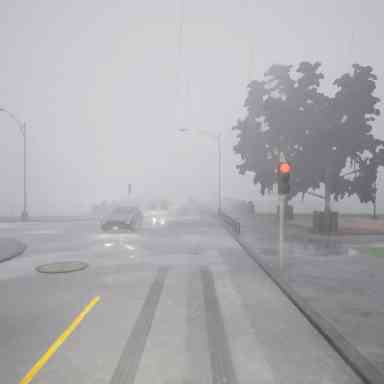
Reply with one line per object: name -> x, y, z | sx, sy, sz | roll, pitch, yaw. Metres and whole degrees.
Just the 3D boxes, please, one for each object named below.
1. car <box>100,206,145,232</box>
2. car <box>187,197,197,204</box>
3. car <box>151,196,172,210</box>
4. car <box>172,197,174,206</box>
car -> -4.095, 1.547, 20.450 | 2.033, 1.411, 5.357 | 0, 0, 0
car -> 0.016, 1.547, 61.723 | 2.033, 1.411, 5.357 | 0, 0, 0
car -> -4.089, 1.491, 42.286 | 2.128, 1.511, 4.902 | 0, 0, 0
car -> -4.070, 1.478, 56.621 | 1.882, 1.535, 5.008 | 0, 1, 0
